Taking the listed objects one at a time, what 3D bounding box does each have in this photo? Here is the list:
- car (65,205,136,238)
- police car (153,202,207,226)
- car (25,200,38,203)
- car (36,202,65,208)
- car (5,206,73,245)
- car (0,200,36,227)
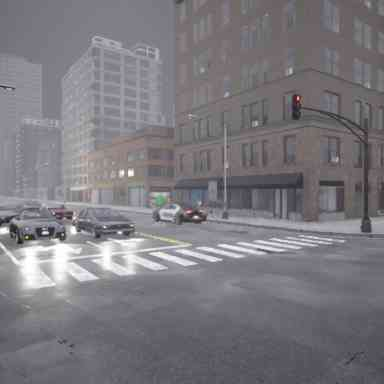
[{"bbox_3d":[-4.980,1.555,18.040,2.033,1.411,5.357,0,0,-35],"label":"car"},{"bbox_3d":[-1.117,1.521,24.022,2.038,1.542,4.974,0,0,-35],"label":"police car"},{"bbox_3d":[-17.270,1.573,35.518,2.033,1.411,5.357,0,0,-36],"label":"car"},{"bbox_3d":[-10.493,1.617,25.882,1.895,1.301,4.718,0,0,-35],"label":"car"},{"bbox_3d":[-7.419,1.570,15.856,1.994,1.385,4.181,0,0,-35],"label":"car"},{"bbox_3d":[-12.833,1.561,23.557,2.033,1.411,5.357,0,0,-35],"label":"car"}]
